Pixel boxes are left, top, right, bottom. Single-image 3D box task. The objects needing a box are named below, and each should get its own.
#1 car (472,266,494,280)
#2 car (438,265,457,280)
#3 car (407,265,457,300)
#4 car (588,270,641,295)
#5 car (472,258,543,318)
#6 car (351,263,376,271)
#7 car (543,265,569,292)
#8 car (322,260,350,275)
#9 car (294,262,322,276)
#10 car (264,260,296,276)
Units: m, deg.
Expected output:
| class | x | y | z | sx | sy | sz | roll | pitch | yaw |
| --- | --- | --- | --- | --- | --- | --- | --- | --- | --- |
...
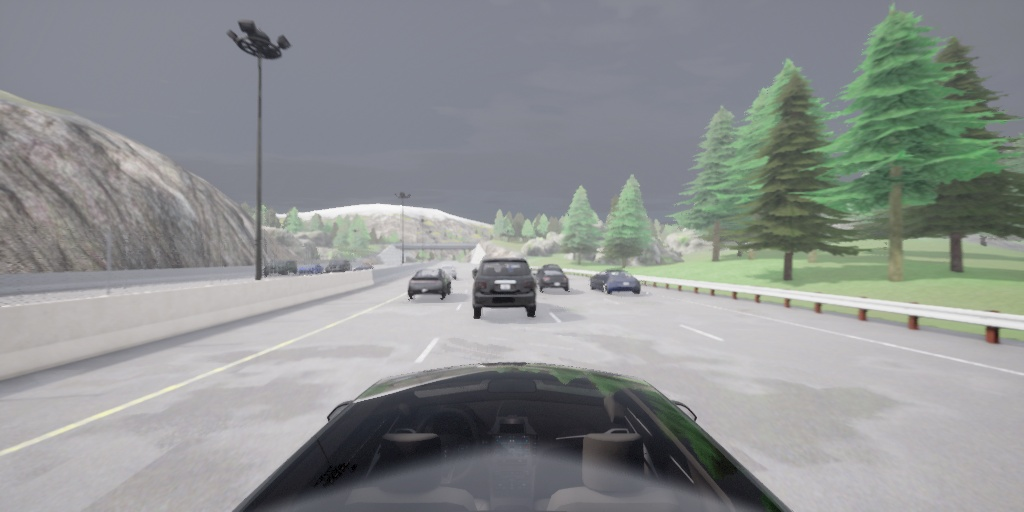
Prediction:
| class | x | y | z | sx | sy | sz | roll | pitch | yaw |
| --- | --- | --- | --- | --- | --- | --- | --- | --- | --- |
| car | -3.057 | 1.709 | 36.822 | 1.895 | 1.301 | 4.718 | 0 | -1 | -9 |
| car | -6.747 | 1.652 | 37.598 | 1.812 | 1.442 | 4.674 | 0 | -1 | -9 |
| car | -4.292 | 1.429 | 19.157 | 2.128 | 1.511 | 4.902 | 0 | 0 | -5 |
| car | 6.025 | 1.494 | 21.494 | 1.994 | 1.385 | 4.181 | 0 | -1 | -5 |
| car | -0.360 | 1.093 | 13.902 | 2.150 | 2.045 | 5.566 | 0 | -1 | -3 |
| car | -19.315 | 1.807 | 47.357 | 2.033 | 1.411 | 5.357 | 0 | -1 | -10 |
| car | 2.373 | 1.480 | 22.908 | 1.812 | 1.442 | 4.674 | 0 | -1 | -6 |
| car | -22.960 | 1.496 | 47.872 | 2.150 | 2.045 | 5.566 | 0 | -1 | -10 |
| car | -26.406 | 1.756 | 47.285 | 1.882 | 1.535 | 5.008 | 0 | -1 | -10 |
| car | -29.837 | 1.503 | 46.594 | 2.150 | 2.045 | 5.566 | 0 | -1 | -10 |
